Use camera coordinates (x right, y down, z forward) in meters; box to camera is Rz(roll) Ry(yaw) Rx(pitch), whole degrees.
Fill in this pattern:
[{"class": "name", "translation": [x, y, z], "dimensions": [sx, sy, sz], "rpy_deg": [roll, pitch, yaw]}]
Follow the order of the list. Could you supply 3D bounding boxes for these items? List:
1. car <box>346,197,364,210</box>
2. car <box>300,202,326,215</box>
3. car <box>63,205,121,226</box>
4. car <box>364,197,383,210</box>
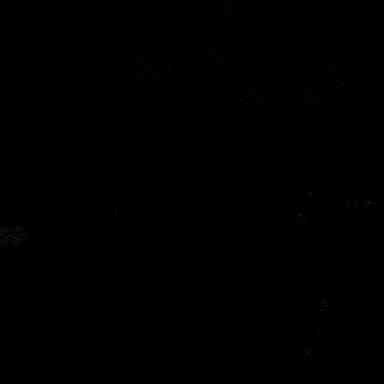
[{"class": "car", "translation": [27.429, 1.816, 55.053], "dimensions": [2.150, 2.045, 5.566], "rpy_deg": [-2, -1, 43]}, {"class": "car", "translation": [15.244, 2.042, 41.801], "dimensions": [1.812, 1.442, 4.674], "rpy_deg": [-2, -1, 42]}, {"class": "car", "translation": [-8.450, 1.915, 28.097], "dimensions": [4.553, 1.767, 2.097], "rpy_deg": [-1, -1, 8]}, {"class": "car", "translation": [29.190, 1.742, 51.701], "dimensions": [2.150, 2.045, 5.566], "rpy_deg": [-2, -1, 43]}]
